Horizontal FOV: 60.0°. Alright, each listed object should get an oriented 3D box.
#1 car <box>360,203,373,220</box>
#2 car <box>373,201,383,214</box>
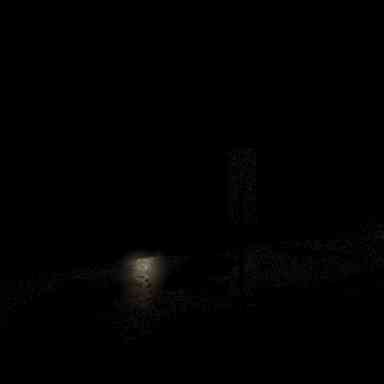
[{"bbox_3d":[10.260,1.453,24.563,1.752,1.417,4.829,-1,0,-35],"label":"car"},{"bbox_3d":[16.706,1.419,29.346,1.947,1.339,4.313,-1,0,-35],"label":"car"}]
